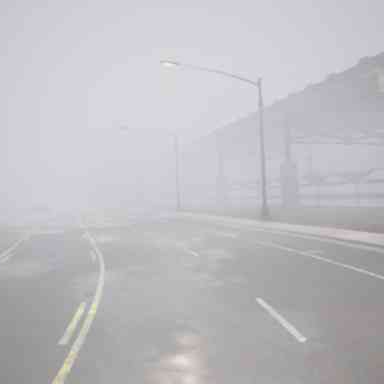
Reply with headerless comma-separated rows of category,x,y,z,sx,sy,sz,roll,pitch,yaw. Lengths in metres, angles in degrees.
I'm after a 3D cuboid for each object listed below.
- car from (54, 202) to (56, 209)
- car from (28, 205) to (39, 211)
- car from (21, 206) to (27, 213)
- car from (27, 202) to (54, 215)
car,-31.656,3.469,72.946,1.994,1.385,4.181,-2,-1,-20
car,-37.415,3.785,78.383,1.895,1.301,4.718,-2,0,-20
car,-33.578,3.477,68.086,1.812,1.442,4.674,-2,-1,-20
car,-26.236,2.786,57.896,2.150,2.045,5.566,-1,0,-10
